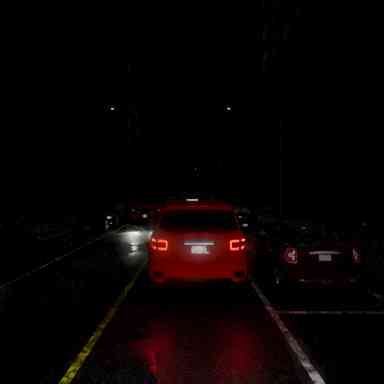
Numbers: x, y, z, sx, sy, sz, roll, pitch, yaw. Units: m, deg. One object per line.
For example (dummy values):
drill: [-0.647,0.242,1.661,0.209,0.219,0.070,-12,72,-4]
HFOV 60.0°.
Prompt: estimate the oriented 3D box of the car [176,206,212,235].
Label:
car: [0.121,1.602,19.944,1.895,1.301,4.718,0,0,0]

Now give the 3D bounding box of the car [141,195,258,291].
car: [0.114,1.222,9.174,2.150,2.045,5.566,0,0,0]

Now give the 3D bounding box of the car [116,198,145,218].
car: [-5.637,1.444,31.103,1.967,1.590,4.097,0,0,0]

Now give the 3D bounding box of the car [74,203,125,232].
car: [-5.649,1.567,20.100,1.947,1.339,4.313,0,0,0]

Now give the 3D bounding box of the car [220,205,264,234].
car: [2.876,1.552,20.090,2.008,1.369,4.403,0,0,0]

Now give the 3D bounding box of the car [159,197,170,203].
car: [-5.561,1.627,68.206,1.802,1.307,4.206,0,0,0]

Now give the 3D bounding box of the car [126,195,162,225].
car: [-3.040,1.226,24.393,2.150,2.045,5.566,0,0,0]

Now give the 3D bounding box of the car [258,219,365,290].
car: [2.864,1.440,9.088,1.967,1.590,4.097,0,0,0]

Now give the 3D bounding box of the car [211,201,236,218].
car: [2.888,1.570,31.093,1.947,1.339,4.313,0,0,0]

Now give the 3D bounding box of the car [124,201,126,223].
car: [-5.644,1.584,25.601,1.802,1.307,4.206,0,0,0]

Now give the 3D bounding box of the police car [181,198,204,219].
police car: [0.033,1.429,30.207,1.930,1.638,5.238,0,0,0]

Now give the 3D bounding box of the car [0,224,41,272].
car: [-5.661,1.582,9.097,1.802,1.307,4.206,0,0,0]
